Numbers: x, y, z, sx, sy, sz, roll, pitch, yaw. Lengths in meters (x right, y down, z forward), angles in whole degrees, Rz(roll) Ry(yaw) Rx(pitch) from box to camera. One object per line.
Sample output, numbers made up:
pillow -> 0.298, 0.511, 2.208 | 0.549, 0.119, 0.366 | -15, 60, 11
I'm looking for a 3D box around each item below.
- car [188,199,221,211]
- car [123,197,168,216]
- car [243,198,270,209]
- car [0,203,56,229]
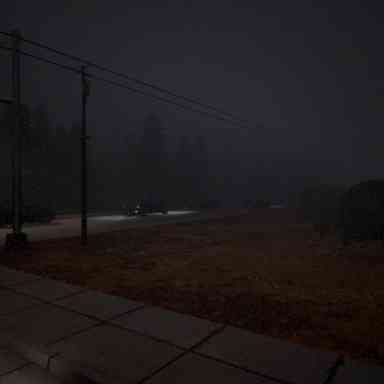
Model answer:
car -> 1.556, 1.503, 39.945 | 1.895, 1.301, 4.718 | 0, 0, 37
car -> -4.428, 1.306, 31.889 | 2.097, 1.767, 4.553 | 0, 0, 37
car -> 8.428, 1.462, 43.024 | 1.895, 1.301, 4.718 | 0, 0, 37
car -> -11.609, 1.524, 22.201 | 1.837, 1.490, 4.892 | 0, 0, 37
